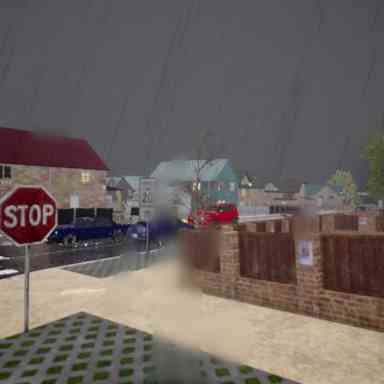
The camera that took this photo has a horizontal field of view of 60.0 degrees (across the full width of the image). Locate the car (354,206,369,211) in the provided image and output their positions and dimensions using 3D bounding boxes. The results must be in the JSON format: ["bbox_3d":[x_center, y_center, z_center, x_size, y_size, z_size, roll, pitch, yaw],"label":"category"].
[{"bbox_3d":[36.261,3.819,71.687,1.812,1.442,4.674,1,-1,35],"label":"car"}]

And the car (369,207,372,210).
[{"bbox_3d":[41.881,4.223,79.745,2.033,1.411,5.357,1,-1,35],"label":"car"}]

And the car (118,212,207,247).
[{"bbox_3d":[-1.398,1.989,17.721,1.812,1.442,4.674,1,-1,35],"label":"car"}]

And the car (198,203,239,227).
[{"bbox_3d":[1.864,1.926,27.368,2.150,2.045,5.566,1,0,35],"label":"car"}]

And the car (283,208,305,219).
[{"bbox_3d":[13.546,2.845,43.981,1.812,1.442,4.674,1,-1,35],"label":"car"}]

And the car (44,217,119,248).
[{"bbox_3d":[-5.396,1.946,17.016,1.895,1.301,4.718,1,-1,36],"label":"car"}]
